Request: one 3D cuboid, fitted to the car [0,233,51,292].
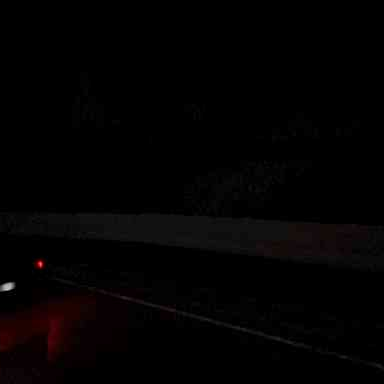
[{"bbox_3d":[-5.532,1.583,7.776,4.718,1.301,1.895,0,0,32],"label":"car"}]
